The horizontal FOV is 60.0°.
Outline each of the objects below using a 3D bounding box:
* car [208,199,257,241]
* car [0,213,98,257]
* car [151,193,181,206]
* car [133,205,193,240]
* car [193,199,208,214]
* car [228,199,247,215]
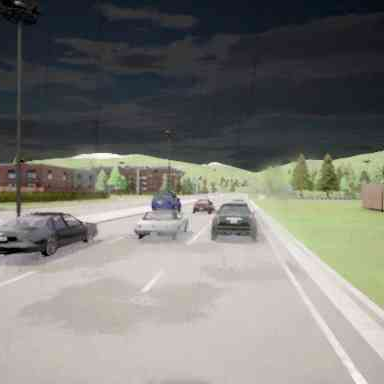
[{"bbox_3d":[2.185,1.332,16.964,2.097,1.767,4.553,0,0,8],"label":"car"},{"bbox_3d":[-5.496,1.497,12.798,2.033,1.411,5.357,0,0,8],"label":"car"},{"bbox_3d":[-2.513,1.147,33.258,2.150,2.045,5.566,0,0,8],"label":"car"},{"bbox_3d":[-1.378,1.562,16.890,1.895,1.301,4.718,0,0,8],"label":"car"},{"bbox_3d":[1.206,1.467,34.590,1.812,1.442,4.674,0,0,8],"label":"car"},{"bbox_3d":[4.679,1.485,34.151,1.812,1.442,4.674,0,0,8],"label":"car"}]
